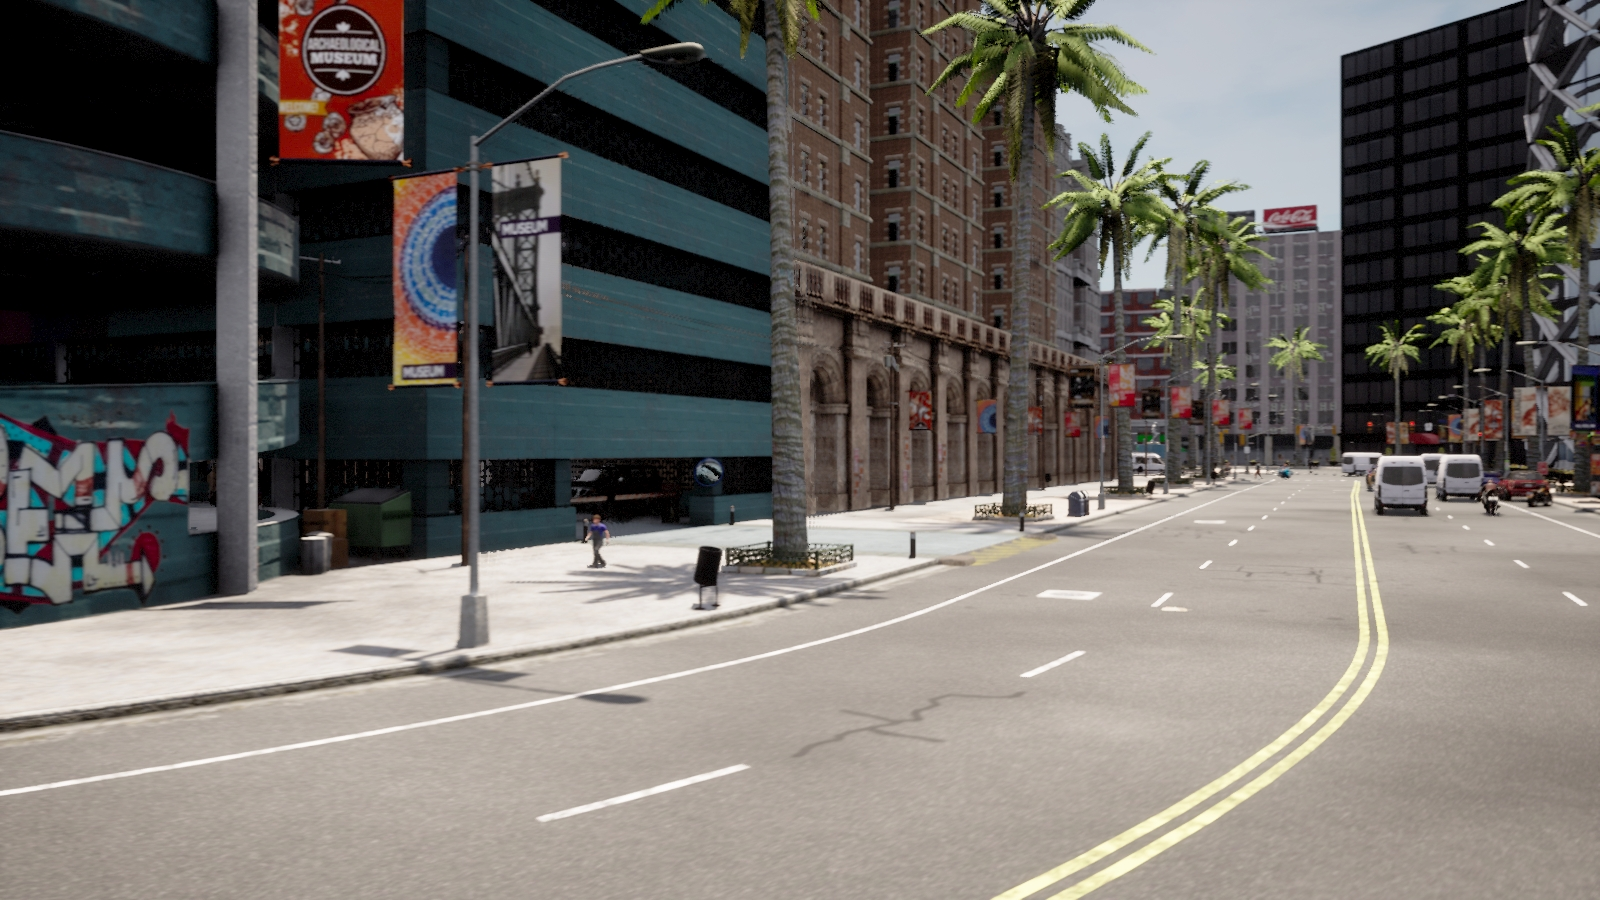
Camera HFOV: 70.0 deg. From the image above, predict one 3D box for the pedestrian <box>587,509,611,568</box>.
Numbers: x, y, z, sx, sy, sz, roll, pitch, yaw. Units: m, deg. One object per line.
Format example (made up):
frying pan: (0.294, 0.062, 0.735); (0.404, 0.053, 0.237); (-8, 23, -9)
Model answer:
pedestrian: (-4.531, 1.989, 25.793); (0.375, 1.300, 0.375); (0, 0, 28)

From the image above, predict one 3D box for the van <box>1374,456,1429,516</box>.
van: (27.243, 1.549, 51.891); (1.988, 2.561, 5.915); (0, 0, 26)

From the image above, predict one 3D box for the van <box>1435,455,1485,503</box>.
van: (37.170, 1.552, 64.470); (1.988, 2.561, 5.915); (0, 0, 26)

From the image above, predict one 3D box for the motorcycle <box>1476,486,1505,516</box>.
motorcycle: (30.247, 2.218, 50.050); (0.867, 1.251, 2.209); (0, 0, 26)
